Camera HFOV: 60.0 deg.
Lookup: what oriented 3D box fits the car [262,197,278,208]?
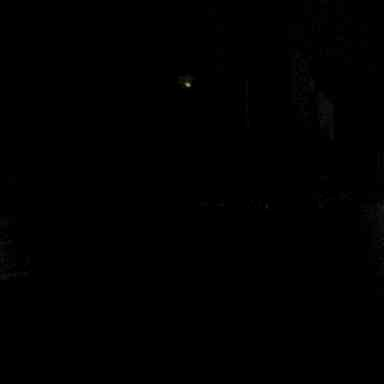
[{"bbox_3d":[9.790,1.383,45.699,1.752,1.417,4.829,0,0,35],"label":"car"}]

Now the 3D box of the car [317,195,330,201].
[{"bbox_3d":[29.153,1.383,73.655,1.802,1.307,4.206,0,0,35],"label":"car"}]

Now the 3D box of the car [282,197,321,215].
[{"bbox_3d":[10.471,1.401,31.709,1.947,1.339,4.313,0,0,35],"label":"car"}]

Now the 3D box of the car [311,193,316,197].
[{"bbox_3d":[22.730,1.132,64.384,2.192,1.841,5.009,0,0,35],"label":"car"}]

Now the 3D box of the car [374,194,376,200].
[{"bbox_3d":[36.252,1.278,68.933,1.752,1.417,4.829,0,0,35],"label":"car"}]

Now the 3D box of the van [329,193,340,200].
[{"bbox_3d":[35.573,1.141,82.929,1.690,1.788,3.998,0,0,35],"label":"van"}]

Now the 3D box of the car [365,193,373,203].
[{"bbox_3d":[32.945,1.075,64.158,2.192,1.841,5.009,0,0,35],"label":"car"}]

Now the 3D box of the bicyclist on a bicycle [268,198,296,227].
[{"bbox_3d":[5.001,1.162,18.610,1.656,1.620,0.582,-1,0,35],"label":"bicyclist on a bicycle"}]

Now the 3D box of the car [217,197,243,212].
[{"bbox_3d":[3.464,1.324,36.567,1.967,1.590,4.097,0,0,35],"label":"car"}]

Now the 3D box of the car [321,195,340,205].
[{"bbox_3d":[22.307,1.304,53.318,1.837,1.490,4.892,0,0,35],"label":"car"}]

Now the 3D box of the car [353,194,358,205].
[{"bbox_3d":[23.313,1.354,50.251,1.947,1.339,4.313,0,0,35],"label":"car"}]

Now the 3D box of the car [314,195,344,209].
[{"bbox_3d":[16.891,1.354,40.980,1.887,1.381,4.507,0,0,35],"label":"car"}]

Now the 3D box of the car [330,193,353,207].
[{"bbox_3d":[20.101,1.113,45.617,2.192,1.841,5.009,0,0,35],"label":"car"}]

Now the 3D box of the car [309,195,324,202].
[{"bbox_3d":[25.943,1.374,69.020,1.947,1.339,4.313,0,0,35],"label":"car"}]

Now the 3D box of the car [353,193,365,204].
[{"bbox_3d":[26.523,1.094,54.887,2.192,1.841,5.009,0,0,35],"label":"car"}]

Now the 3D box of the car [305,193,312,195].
[{"bbox_3d":[19.520,1.372,59.748,1.887,1.381,4.507,0,0,35],"label":"car"}]

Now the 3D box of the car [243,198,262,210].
[{"bbox_3d":[6.676,1.452,41.203,1.802,1.307,4.206,0,0,35],"label":"car"}]

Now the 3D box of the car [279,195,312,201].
[{"bbox_3d":[11.900,1.360,38.286,1.812,1.442,4.674,0,0,35],"label":"car"}]

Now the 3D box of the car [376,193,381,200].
[{"bbox_3d":[42.576,1.334,78.064,1.802,1.307,4.206,0,0,35],"label":"car"}]

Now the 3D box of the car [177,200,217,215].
[{"bbox_3d":[0.254,1.482,31.931,1.802,1.307,4.206,0,0,35],"label":"car"}]
